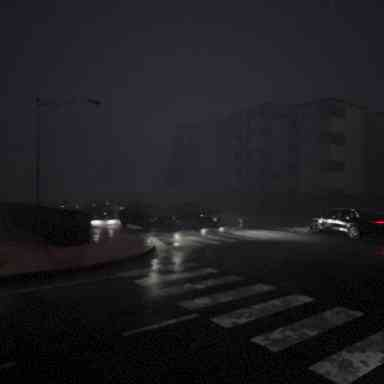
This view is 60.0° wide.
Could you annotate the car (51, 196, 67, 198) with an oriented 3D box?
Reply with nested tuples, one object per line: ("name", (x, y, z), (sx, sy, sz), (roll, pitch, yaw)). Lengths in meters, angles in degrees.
("car", (-19.946, 1.341, 50.250), (2.097, 1.767, 4.553), (0, 0, -42))

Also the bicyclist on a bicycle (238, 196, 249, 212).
("bicyclist on a bicycle", (5.322, 1.281, 34.326), (1.656, 1.620, 0.582), (0, 0, -35))

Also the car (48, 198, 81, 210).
("car", (-14.004, 1.593, 36.494), (1.895, 1.301, 4.718), (0, 0, -36))

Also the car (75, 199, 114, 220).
("car", (-8.117, 1.556, 28.233), (1.994, 1.385, 4.181), (0, 0, -35))

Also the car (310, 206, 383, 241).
("car", (7.942, 1.492, 16.803), (1.837, 1.490, 4.892), (2, 0, -15))

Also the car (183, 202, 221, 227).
("car", (-0.023, 1.481, 22.976), (2.128, 1.511, 4.902), (0, 0, -37))

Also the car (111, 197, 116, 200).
("car", (-5.443, 1.494, 30.510), (1.837, 1.490, 4.892), (0, 0, -35))

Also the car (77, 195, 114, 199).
("car", (-11.293, 1.342, 38.694), (2.097, 1.767, 4.553), (0, 0, -36))

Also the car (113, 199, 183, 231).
("car", (-2.904, 1.470, 20.901), (1.882, 1.535, 5.008), (0, 0, -35))

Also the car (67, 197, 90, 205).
("car", (-20.585, 1.550, 60.400), (4.181, 1.385, 1.994), (0, 0, 38))

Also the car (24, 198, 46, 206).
("car", (-22.774, 1.558, 48.204), (1.994, 1.385, 4.181), (0, 0, -43))

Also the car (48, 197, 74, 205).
("car", (-22.807, 1.590, 57.687), (4.718, 1.301, 1.895), (0, 0, 35))
